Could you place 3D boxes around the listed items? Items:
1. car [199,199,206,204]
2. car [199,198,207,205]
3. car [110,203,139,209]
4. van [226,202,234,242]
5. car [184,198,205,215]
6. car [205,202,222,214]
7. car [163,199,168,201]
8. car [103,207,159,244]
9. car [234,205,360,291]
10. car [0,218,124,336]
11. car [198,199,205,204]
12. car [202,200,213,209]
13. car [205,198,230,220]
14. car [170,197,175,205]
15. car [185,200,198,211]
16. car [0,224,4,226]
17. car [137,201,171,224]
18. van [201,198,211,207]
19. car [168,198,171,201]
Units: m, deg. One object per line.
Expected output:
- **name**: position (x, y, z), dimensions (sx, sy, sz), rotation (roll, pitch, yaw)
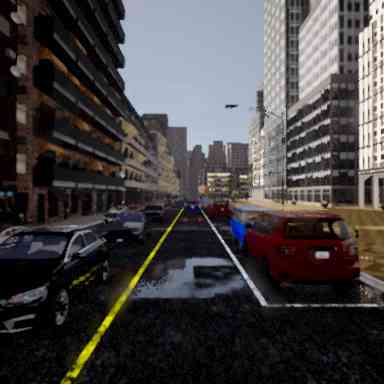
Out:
- **car**: position (2.658, 2.476, 86.775), dimensions (1.752, 1.417, 4.829), rotation (0, -1, 0)
- **car**: position (2.659, 2.323, 81.079), dimensions (1.967, 1.590, 4.097), rotation (0, -1, 0)
- **car**: position (-5.701, 1.806, 25.812), dimensions (2.008, 1.369, 4.403), rotation (0, -1, 0)
- **van**: position (2.682, 1.489, 14.764), dimensions (1.690, 1.788, 3.998), rotation (0, -1, 0)
- **car**: position (0.090, 1.761, 39.534), dimensions (2.097, 1.767, 4.553), rotation (0, -1, 0)
- **car**: position (2.673, 1.987, 42.395), dimensions (1.887, 1.381, 4.507), rotation (0, -1, 0)
- **car**: position (-5.712, 2.141, 58.801), dimensions (1.752, 1.417, 4.829), rotation (0, -1, 0)
- **car**: position (-3.104, 1.713, 16.963), dimensions (2.033, 1.411, 5.357), rotation (0, -1, 0)
- **car**: position (2.685, 1.407, 9.239), dimensions (2.192, 1.841, 5.009), rotation (0, -1, 0)
- **car**: position (-3.100, 1.557, 7.108), dimensions (2.128, 1.511, 4.902), rotation (0, -1, 0)
- **car**: position (2.656, 2.597, 92.131), dimensions (1.802, 1.307, 4.206), rotation (0, -1, 0)
- **car**: position (2.668, 2.153, 59.144), dimensions (1.752, 1.417, 4.829), rotation (0, -1, 0)
- **car**: position (2.677, 1.637, 31.343), dimensions (2.192, 1.841, 5.009), rotation (0, -1, 0)
- **car**: position (-5.720, 2.419, 81.076), dimensions (1.887, 1.381, 4.507), rotation (0, -1, 0)
- **car**: position (-0.008, 2.025, 49.689), dimensions (1.837, 1.490, 4.892), rotation (0, 0, 0)
- **car**: position (-5.694, 1.635, 9.234), dimensions (2.008, 1.369, 4.403), rotation (0, -1, 0)
- **car**: position (-3.098, 1.753, 27.443), dimensions (1.882, 1.535, 5.008), rotation (0, -1, 0)
- **van**: position (2.665, 2.029, 64.501), dimensions (1.690, 1.788, 3.998), rotation (0, -1, 0)
- **car**: position (-5.714, 2.225, 64.496), dimensions (1.887, 1.381, 4.507), rotation (0, -1, 0)
